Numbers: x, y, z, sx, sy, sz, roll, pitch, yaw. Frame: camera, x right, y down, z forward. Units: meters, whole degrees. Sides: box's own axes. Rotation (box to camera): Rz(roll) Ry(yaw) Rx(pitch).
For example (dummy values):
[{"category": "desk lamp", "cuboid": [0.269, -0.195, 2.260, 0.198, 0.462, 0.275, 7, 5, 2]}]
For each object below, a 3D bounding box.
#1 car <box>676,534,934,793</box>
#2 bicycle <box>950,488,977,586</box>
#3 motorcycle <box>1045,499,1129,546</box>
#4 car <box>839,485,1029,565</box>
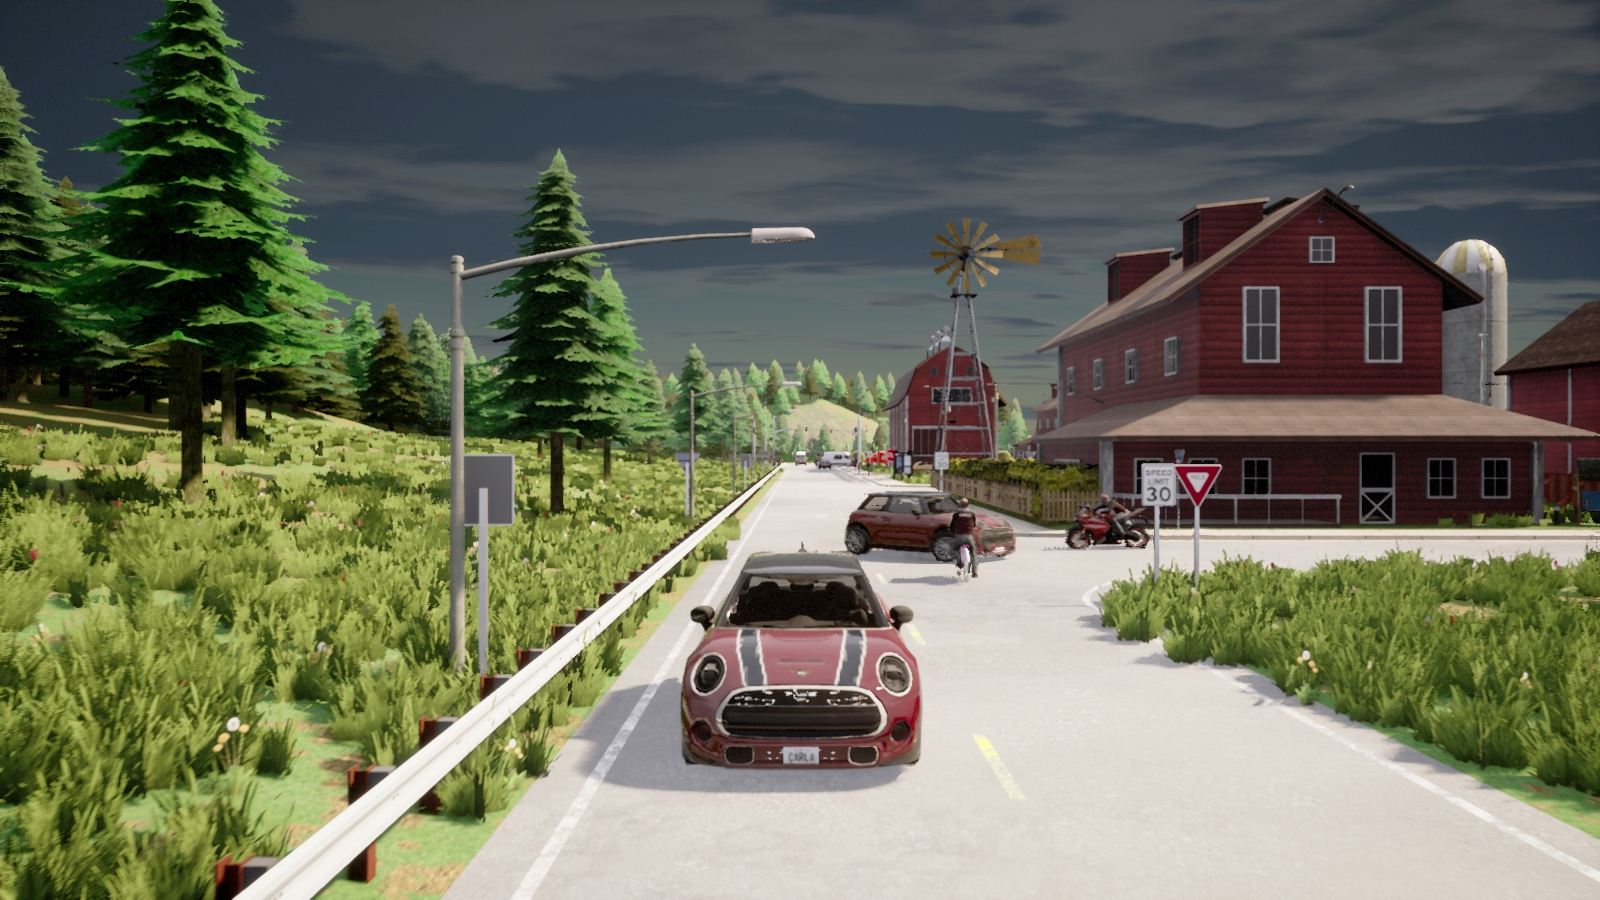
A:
[{"category": "car", "cuboid": [0.052, 1.911, 11.589, 2.097, 1.767, 4.553, 0, 0, 0]}, {"category": "bicycle", "cuboid": [3.498, 1.822, 24.484, 0.329, 1.919, 1.835, 0, 1, 0]}, {"category": "motorcycle", "cuboid": [8.312, 2.091, 33.137, 2.209, 1.251, 0.867, -1, 0, -2]}, {"category": "car", "cuboid": [3.372, 1.851, 29.431, 2.097, 1.767, 4.553, 0, 0, -44]}]
